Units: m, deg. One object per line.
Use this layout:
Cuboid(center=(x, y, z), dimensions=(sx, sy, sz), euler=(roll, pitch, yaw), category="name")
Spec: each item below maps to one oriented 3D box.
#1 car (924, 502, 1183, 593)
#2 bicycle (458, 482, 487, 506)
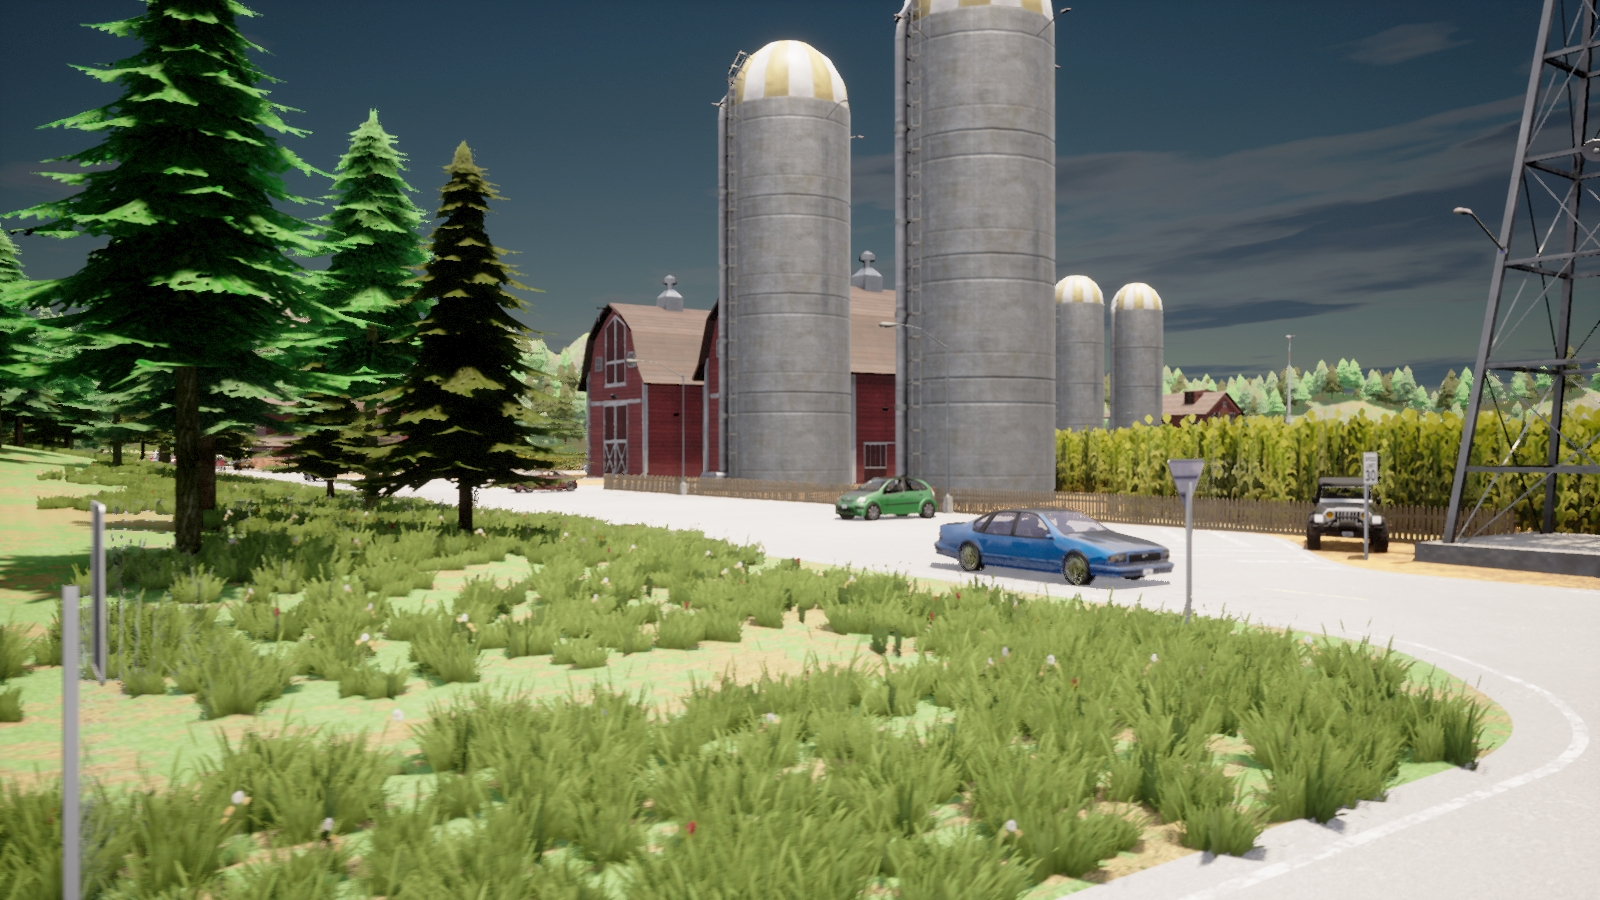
Cuboid(center=(5.114, 1.928, 23.888), dimensions=(2.033, 1.411, 5.357), euler=(0, 0, -34), category="car")
Cuboid(center=(-15.449, 2.078, 53.880), dimensions=(0.859, 1.080, 1.487), euler=(0, 0, -34), category="bicycle")
